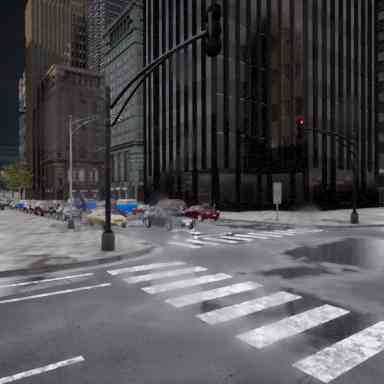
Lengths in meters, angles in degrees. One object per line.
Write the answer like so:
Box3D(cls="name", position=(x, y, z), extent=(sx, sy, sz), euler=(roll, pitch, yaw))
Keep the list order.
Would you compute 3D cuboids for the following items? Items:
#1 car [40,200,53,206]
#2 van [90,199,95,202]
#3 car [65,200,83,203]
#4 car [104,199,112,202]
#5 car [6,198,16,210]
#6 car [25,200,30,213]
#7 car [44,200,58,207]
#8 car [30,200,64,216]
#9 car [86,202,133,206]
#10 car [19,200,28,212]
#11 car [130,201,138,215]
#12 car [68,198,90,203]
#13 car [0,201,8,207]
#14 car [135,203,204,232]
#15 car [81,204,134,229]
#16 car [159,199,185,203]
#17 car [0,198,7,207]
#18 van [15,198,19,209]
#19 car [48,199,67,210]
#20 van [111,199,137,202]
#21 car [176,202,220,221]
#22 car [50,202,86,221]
Box3D(cls="car", position=(-34.732, 2.659, 79.173), extent=(1.947, 1.339, 4.313), euler=(-1, 0, -35))
Box3D(cls="van", position=(-17.068, 2.036, 54.346), extent=(1.690, 1.788, 3.998), euler=(-1, 0, -35))
Box3D(cls="car", position=(-15.877, 2.146, 42.536), extent=(1.994, 1.385, 4.181), euler=(0, -1, -35))
Box3D(cls="car", position=(-11.189, 1.874, 46.043), extent=(2.192, 1.841, 5.009), euler=(-1, 0, -35))
Box3D(cls="car", position=(-31.943, 2.353, 60.511), extent=(1.967, 1.590, 4.097), euler=(-1, 0, -35))
Box3D(cls="car", position=(-20.525, 2.195, 44.430), extent=(1.887, 1.381, 4.507), euler=(-1, 0, -35))
Box3D(cls="car", position=(-31.720, 2.594, 74.930), extent=(1.947, 1.339, 4.313), euler=(-1, 0, -35))
Box3D(cls="car", position=(-17.702, 1.900, 40.446), extent=(2.192, 1.841, 5.009), euler=(-1, 0, -35))
Box3D(cls="car", position=(-7.854, 1.941, 31.198), extent=(2.033, 1.411, 5.357), euler=(0, -1, -36))
Box3D(cls="car", position=(-23.355, 2.156, 48.413), extent=(1.967, 1.590, 4.097), euler=(-1, 0, -35))
Box3D(cls="car", position=(-5.303, 2.003, 37.740), extent=(1.802, 1.307, 4.206), euler=(-1, 0, -35))
Box3D(cls="car", position=(-17.904, 1.897, 50.879), extent=(2.150, 2.045, 5.566), euler=(0, -1, -35))
Box3D(cls="car", position=(-44.391, 2.770, 78.051), extent=(1.802, 1.307, 4.206), euler=(-1, 0, -35))
Box3D(cls="car", position=(-1.648, 1.739, 22.399), extent=(2.128, 1.511, 4.902), euler=(0, -1, -34))
Box3D(cls="car", position=(-6.286, 1.843, 24.371), extent=(1.752, 1.417, 4.829), euler=(-1, 0, -35))
Box3D(cls="car", position=(-2.369, 1.667, 33.589), extent=(2.192, 1.841, 5.009), euler=(-1, 0, -35))
Box3D(cls="car", position=(-41.279, 2.666, 73.667), extent=(1.887, 1.381, 4.507), euler=(-1, 0, -35))
Box3D(cls="van", position=(-26.185, 2.122, 52.398), extent=(1.690, 1.788, 3.998), euler=(-1, 0, -35))
Box3D(cls="car", position=(-24.062, 2.169, 59.563), extent=(2.097, 1.767, 4.553), euler=(0, -1, -35))
Box3D(cls="van", position=(-8.249, 1.831, 41.892), extent=(1.690, 1.788, 3.998), euler=(-1, 0, -35))
Box3D(cls="car", position=(0.576, 1.828, 29.437), extent=(1.887, 1.381, 4.507), euler=(-1, 0, -35))
Box3D(cls="car", position=(-12.040, 2.003, 32.477), extent=(2.008, 1.369, 4.403), euler=(-1, 0, -35))
